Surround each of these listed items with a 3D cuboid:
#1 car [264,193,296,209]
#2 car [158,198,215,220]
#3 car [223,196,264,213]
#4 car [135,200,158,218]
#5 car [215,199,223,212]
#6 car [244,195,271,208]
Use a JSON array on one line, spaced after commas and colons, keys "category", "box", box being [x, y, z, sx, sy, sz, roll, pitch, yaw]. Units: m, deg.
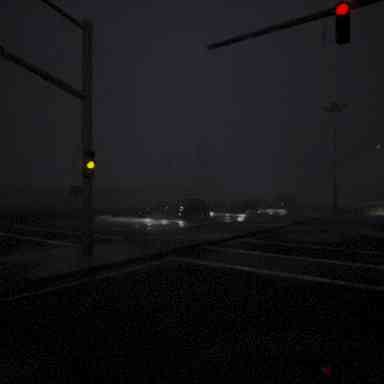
[{"category": "car", "box": [12.539, 1.203, 46.027, 2.150, 2.045, 5.566, 0, 0, 37]}, {"category": "car", "box": [-0.373, 1.336, 28.346, 2.097, 1.767, 4.553, 0, 0, 36]}, {"category": "car", "box": [5.778, 1.462, 36.779, 1.882, 1.535, 5.008, 0, 0, 36]}, {"category": "car", "box": [-3.104, 1.506, 30.530, 1.812, 1.442, 4.674, 0, 0, 36]}, {"category": "car", "box": [2.738, 1.545, 38.549, 1.994, 1.385, 4.181, 0, 0, 36]}, {"category": "car", "box": [9.413, 1.334, 47.679, 2.097, 1.767, 4.553, 0, 0, 36]}]
